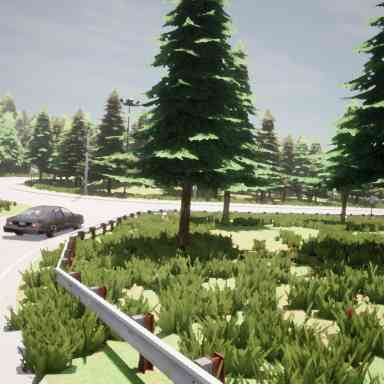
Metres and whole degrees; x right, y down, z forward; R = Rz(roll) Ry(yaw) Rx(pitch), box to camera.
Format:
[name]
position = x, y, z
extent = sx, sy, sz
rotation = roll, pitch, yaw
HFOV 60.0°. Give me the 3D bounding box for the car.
[car]
position = -7.394, 1.410, 17.288
extent = 2.033, 1.411, 5.357
rotation = 4, 1, 3
